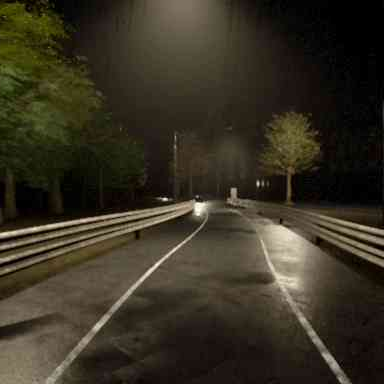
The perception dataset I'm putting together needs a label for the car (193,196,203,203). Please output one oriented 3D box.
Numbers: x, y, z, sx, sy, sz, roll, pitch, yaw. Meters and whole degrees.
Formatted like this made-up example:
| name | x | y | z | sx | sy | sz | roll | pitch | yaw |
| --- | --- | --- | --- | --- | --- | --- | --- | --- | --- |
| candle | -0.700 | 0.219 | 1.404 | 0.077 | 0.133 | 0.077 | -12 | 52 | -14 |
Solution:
| name | x | y | z | sx | sy | sz | roll | pitch | yaw |
| --- | --- | --- | --- | --- | --- | --- | --- | --- | --- |
| car | 1.022 | 1.600 | 70.200 | 2.128 | 1.511 | 4.902 | 1 | 0 | -11 |
